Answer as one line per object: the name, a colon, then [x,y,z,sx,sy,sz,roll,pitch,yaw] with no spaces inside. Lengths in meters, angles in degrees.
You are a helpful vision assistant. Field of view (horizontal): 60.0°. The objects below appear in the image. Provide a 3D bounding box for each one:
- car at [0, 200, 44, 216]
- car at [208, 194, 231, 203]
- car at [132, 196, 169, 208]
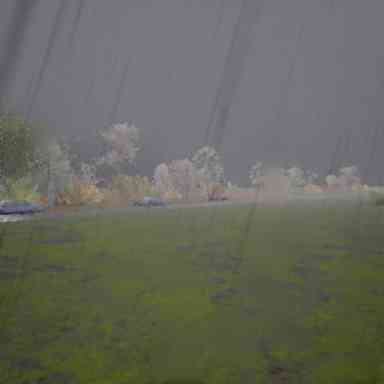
car: [-15.724,1.407,28.943,2.033,1.411,5.357,0,1,36]
car: [4.654,1.071,56.648,1.895,1.301,4.718,0,1,36]
car: [-5.264,1.255,43.247,2.033,1.411,5.357,0,1,36]
